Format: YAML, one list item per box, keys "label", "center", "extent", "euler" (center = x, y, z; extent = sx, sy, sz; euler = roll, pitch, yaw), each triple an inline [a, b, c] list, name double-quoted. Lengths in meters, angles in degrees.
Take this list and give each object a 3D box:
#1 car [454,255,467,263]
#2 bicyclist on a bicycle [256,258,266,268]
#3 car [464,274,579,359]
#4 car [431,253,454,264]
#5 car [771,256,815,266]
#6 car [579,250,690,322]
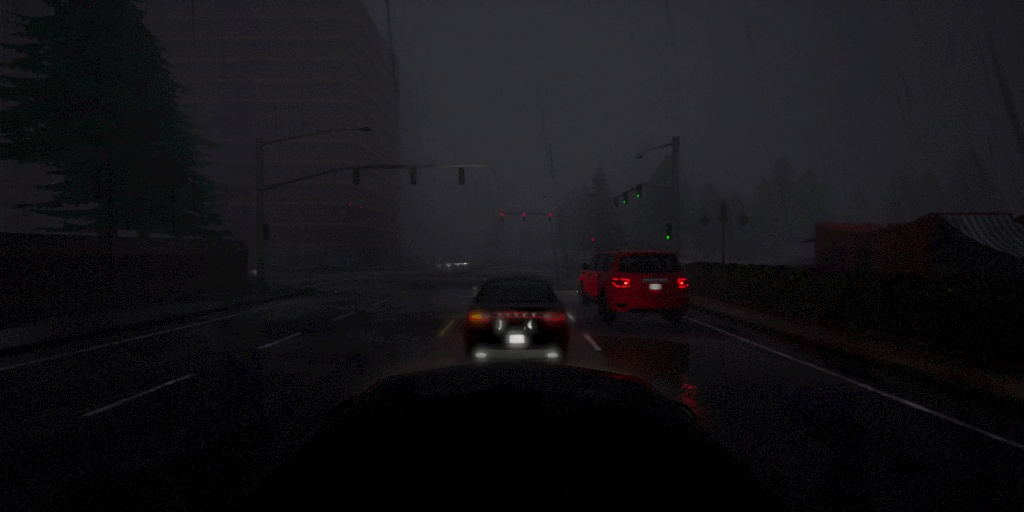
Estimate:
- label: "car"
  center: [-9.162, 0.487, 60.744]
  extent: [1.994, 1.385, 4.181]
  euler: [0, 1, -30]
- label: "bicyclist on a bicycle"
  center: [-28.508, 0.566, 40.718]
  extent: [0.582, 1.620, 1.656]
  euler: [0, 1, 1]
- label: "car"
  center: [0.098, 1.137, 8.180]
  extent: [1.882, 1.535, 5.008]
  euler: [0, 1, 0]
- label: "car"
  center: [-11.525, 0.317, 57.802]
  extent: [2.097, 1.767, 4.553]
  euler: [-1, 1, -30]
- label: "car"
  center: [28.196, 0.806, 35.216]
  extent: [5.008, 1.535, 1.882]
  euler: [0, 1, 1]
- label: "car"
  center: [3.639, 0.829, 11.714]
  extent: [2.150, 2.045, 5.566]
  euler: [0, 1, 1]
